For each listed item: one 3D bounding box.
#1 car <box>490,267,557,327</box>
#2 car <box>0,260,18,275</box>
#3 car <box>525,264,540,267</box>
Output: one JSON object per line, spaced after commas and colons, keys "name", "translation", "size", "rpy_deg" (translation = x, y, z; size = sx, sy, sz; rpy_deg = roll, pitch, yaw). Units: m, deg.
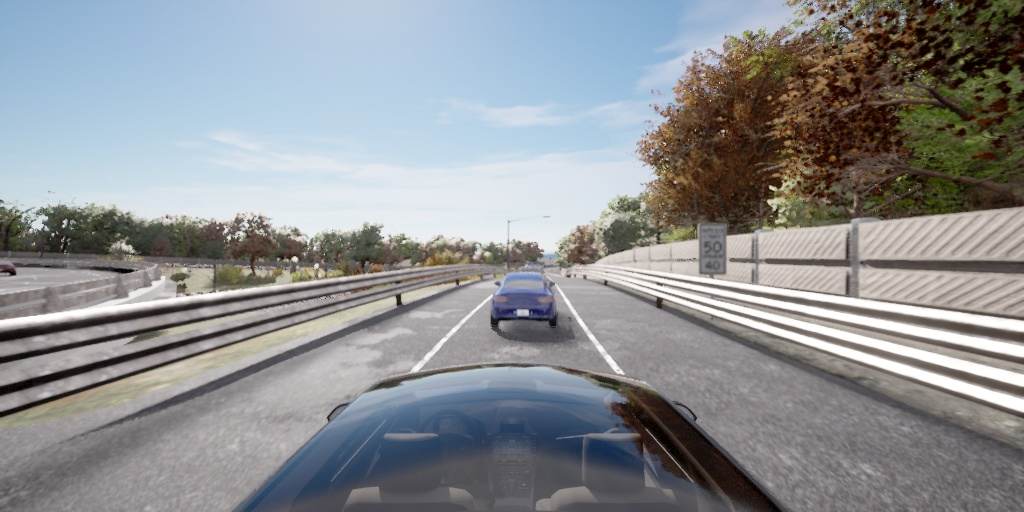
{"name": "car", "translation": [0.391, 1.237, 11.226], "size": [1.812, 1.442, 4.674], "rpy_deg": [0, 0, 3]}
{"name": "car", "translation": [-48.167, 1.108, 33.627], "size": [4.674, 1.442, 1.812], "rpy_deg": [0, 0, 33]}
{"name": "car", "translation": [1.151, 1.345, 22.825], "size": [1.895, 1.301, 4.718], "rpy_deg": [0, -1, 4]}
